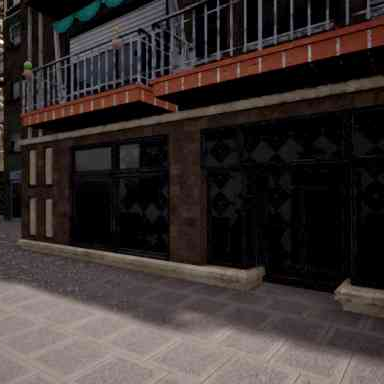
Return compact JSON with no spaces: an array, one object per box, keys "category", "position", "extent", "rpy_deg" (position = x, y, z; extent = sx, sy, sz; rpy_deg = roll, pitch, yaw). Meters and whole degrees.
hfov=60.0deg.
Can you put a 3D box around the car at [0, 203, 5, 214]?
[{"category":"car","position":[-19.409,1.320,30.057],"extent":[1.967,1.590,4.097],"rpy_deg":[0,1,36]}]
